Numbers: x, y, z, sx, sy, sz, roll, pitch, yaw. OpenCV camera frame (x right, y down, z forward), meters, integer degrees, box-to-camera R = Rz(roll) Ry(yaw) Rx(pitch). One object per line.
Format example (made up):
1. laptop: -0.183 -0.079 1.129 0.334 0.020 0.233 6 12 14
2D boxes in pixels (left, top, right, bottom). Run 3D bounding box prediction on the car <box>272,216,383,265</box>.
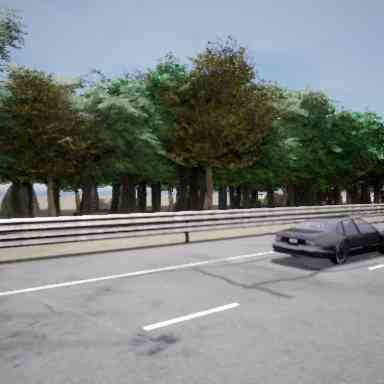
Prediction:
1. car: 5.169 1.552 11.724 5.357 1.411 2.033 0 0 -35
